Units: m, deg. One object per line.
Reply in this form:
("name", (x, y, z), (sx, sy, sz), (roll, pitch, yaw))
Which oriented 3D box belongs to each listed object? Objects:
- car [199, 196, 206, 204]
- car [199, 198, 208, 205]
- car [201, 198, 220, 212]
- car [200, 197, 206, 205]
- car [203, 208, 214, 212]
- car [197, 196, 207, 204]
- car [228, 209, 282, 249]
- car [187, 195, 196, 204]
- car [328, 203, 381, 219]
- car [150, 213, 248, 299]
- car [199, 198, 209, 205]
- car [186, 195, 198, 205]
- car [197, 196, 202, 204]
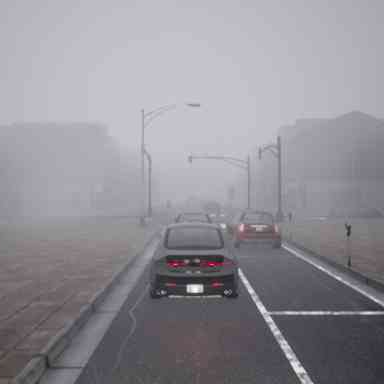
("car", (2.531, 1.796, 52.711), (1.752, 1.417, 4.829), (1, -1, 0))
("car", (2.479, 2.025, 74.461), (1.752, 1.417, 4.829), (1, -1, 0))
("car", (2.557, 1.747, 41.668), (1.947, 1.339, 4.313), (1, 0, 0))
("car", (2.543, 1.789, 47.104), (1.947, 1.339, 4.313), (1, -1, 0))
("car", (0.055, 1.648, 16.000), (1.895, 1.301, 4.718), (0, 0, 0))
("car", (2.471, 1.877, 79.732), (2.192, 1.841, 5.009), (1, -1, 0))
("car", (2.625, 1.484, 14.921), (1.967, 1.590, 4.097), (2, 0, 0))
("car", (-0.195, 1.823, 82.622), (2.150, 2.045, 5.566), (0, -1, 0))
("car", (14.494, 1.683, 29.777), (4.181, 1.385, 1.994), (0, -2, 0))
("car", (0.020, 1.527, 8.511), (1.837, 1.490, 4.892), (0, 0, -1))
("car", (2.492, 1.963, 69.023), (1.752, 1.417, 4.829), (1, -1, 0))
("car", (-0.054, 1.648, 67.893), (2.150, 2.045, 5.566), (0, 0, 1))
("car", (2.504, 1.943, 63.416), (1.947, 1.339, 4.313), (1, -1, 0))
